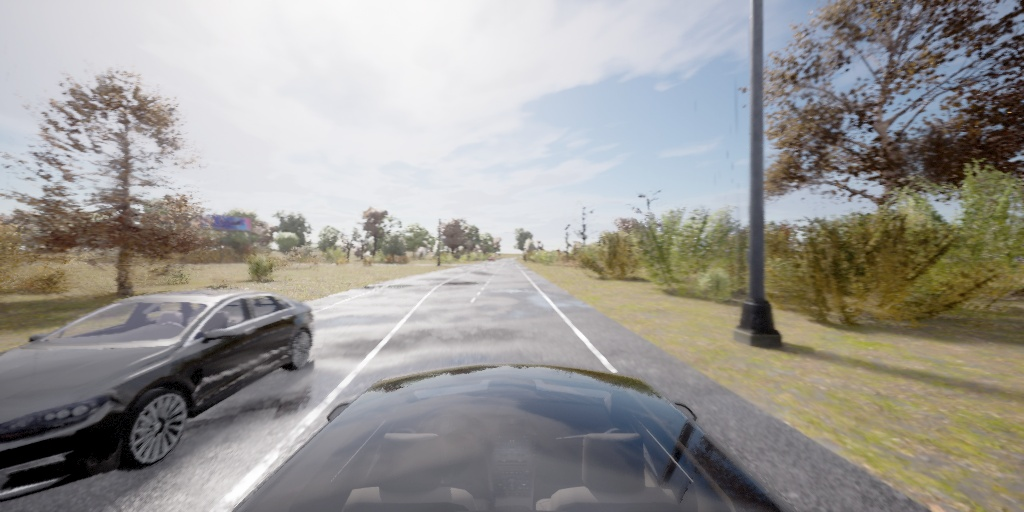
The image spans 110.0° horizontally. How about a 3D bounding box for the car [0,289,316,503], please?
[{"bbox_3d":[-4.436,1.246,4.824,2.128,1.511,4.902,0,0,-6],"label":"car"}]
